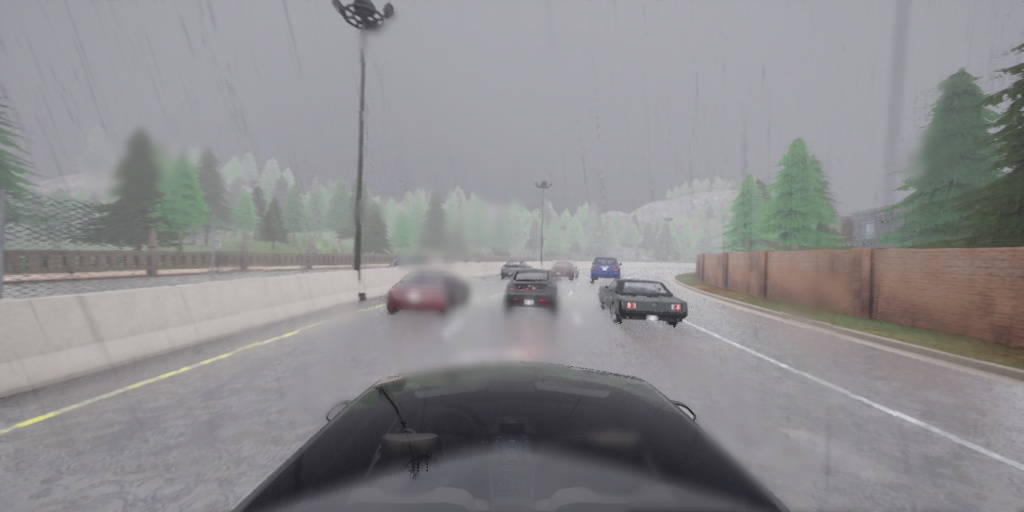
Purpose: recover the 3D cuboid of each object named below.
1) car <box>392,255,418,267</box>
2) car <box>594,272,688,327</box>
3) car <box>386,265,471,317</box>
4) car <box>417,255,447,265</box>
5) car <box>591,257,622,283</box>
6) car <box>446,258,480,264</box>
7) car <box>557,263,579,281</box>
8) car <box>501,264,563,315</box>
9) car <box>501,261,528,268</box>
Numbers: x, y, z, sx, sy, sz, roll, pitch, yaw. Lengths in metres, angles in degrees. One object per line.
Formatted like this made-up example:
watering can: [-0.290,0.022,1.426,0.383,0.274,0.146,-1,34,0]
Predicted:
car: [-11.121,0.620,39.568,2.097,1.767,4.553,2,0,19]
car: [4.152,1.434,12.190,1.895,1.301,4.718,2,0,6]
car: [-2.753,1.188,12.753,1.994,1.385,4.181,2,0,6]
car: [-7.781,0.898,38.563,1.812,1.442,4.674,2,0,19]
car: [7.706,1.094,29.234,2.150,2.045,5.566,2,0,17]
car: [-4.524,1.077,37.293,1.895,1.301,4.718,2,0,19]
car: [4.553,1.298,30.773,1.812,1.442,4.674,2,0,17]
car: [0.840,1.233,13.670,1.837,1.490,4.892,2,0,6]
car: [0.498,1.148,29.422,2.128,1.511,4.902,2,0,16]
